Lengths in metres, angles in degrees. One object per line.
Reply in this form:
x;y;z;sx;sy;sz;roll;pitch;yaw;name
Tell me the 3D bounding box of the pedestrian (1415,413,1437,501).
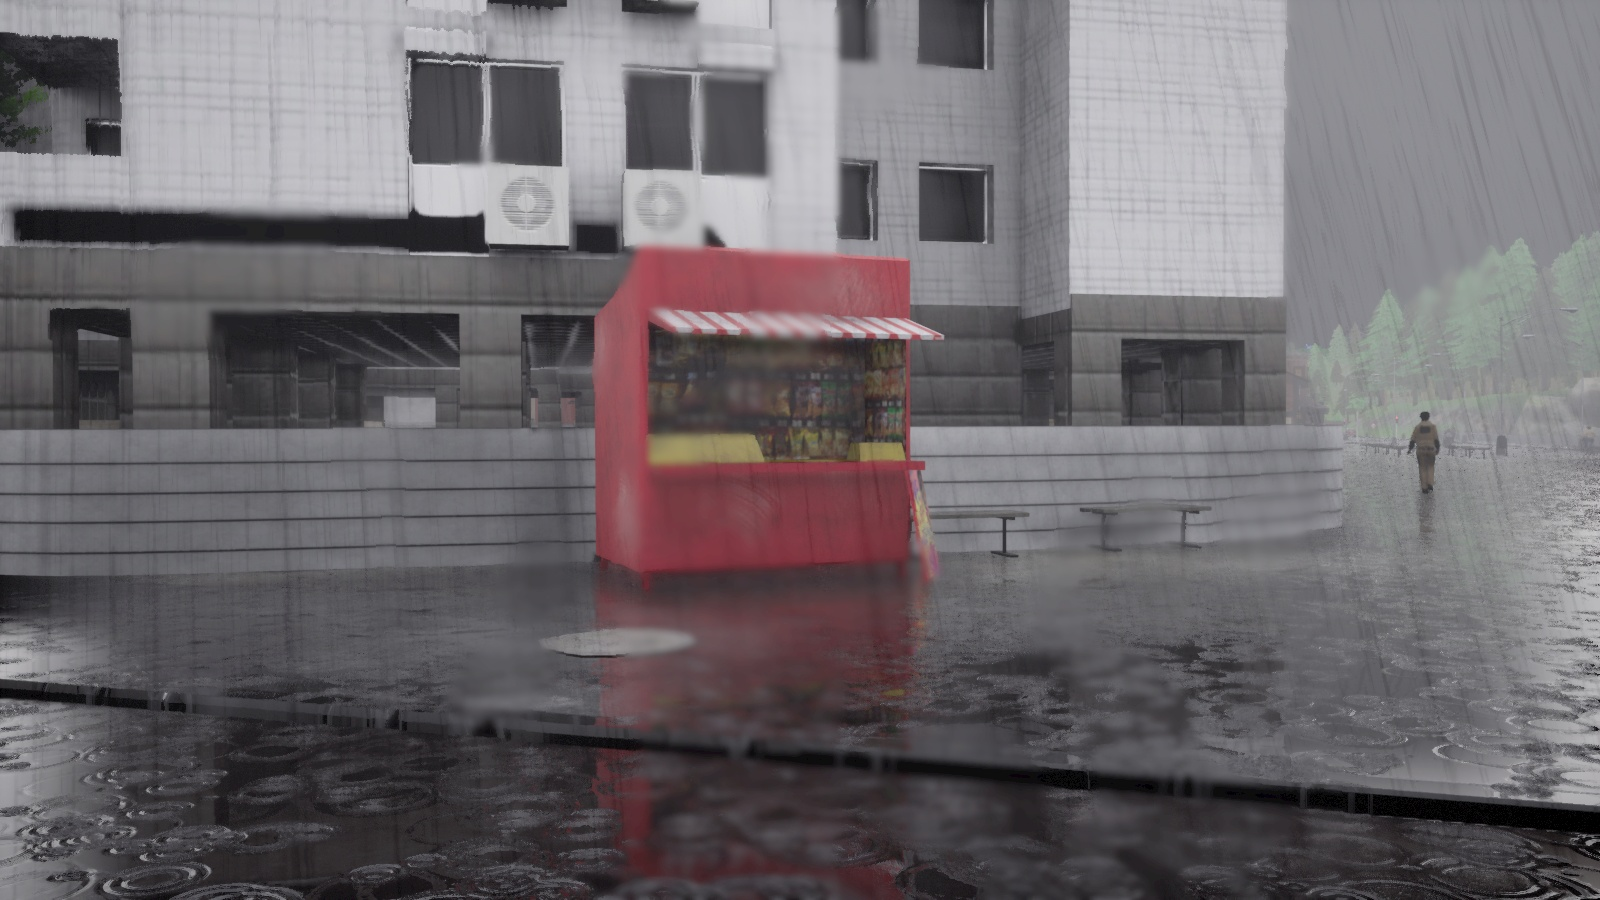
13.959;0.141;27.995;0.396;1.930;0.692;1;1;27;pedestrian
